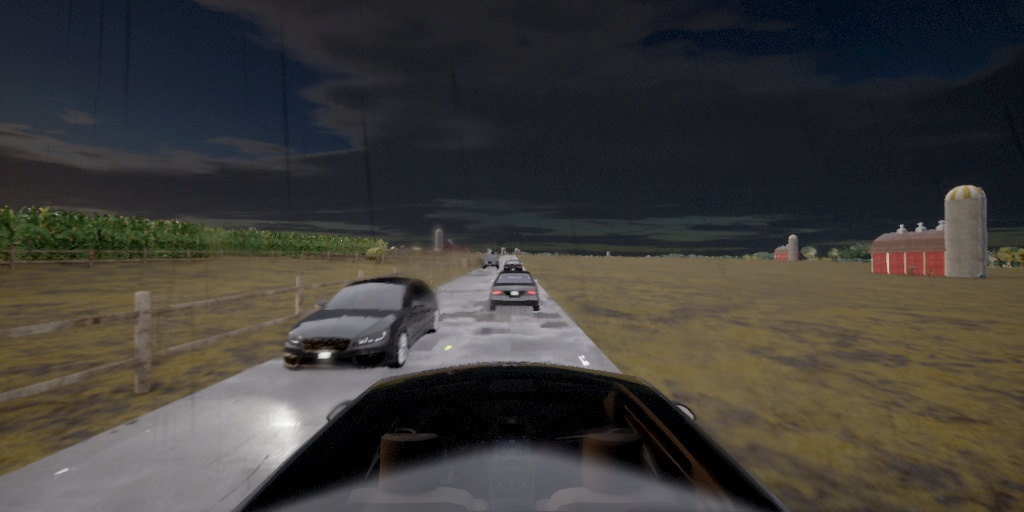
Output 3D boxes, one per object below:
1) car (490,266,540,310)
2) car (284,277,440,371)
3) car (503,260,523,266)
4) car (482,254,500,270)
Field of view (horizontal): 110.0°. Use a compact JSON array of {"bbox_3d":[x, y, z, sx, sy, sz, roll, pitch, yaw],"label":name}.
[{"bbox_3d":[0.106,1.293,14.530,2.033,1.411,5.357,0,0,0],"label":"car"},{"bbox_3d":[-2.850,1.257,7.882,1.837,1.490,4.892,0,0,0],"label":"car"},{"bbox_3d":[0.099,1.134,36.829,1.882,1.535,5.008,0,0,0],"label":"car"},{"bbox_3d":[-2.834,0.793,49.112,2.150,2.045,5.566,0,0,0],"label":"car"}]
